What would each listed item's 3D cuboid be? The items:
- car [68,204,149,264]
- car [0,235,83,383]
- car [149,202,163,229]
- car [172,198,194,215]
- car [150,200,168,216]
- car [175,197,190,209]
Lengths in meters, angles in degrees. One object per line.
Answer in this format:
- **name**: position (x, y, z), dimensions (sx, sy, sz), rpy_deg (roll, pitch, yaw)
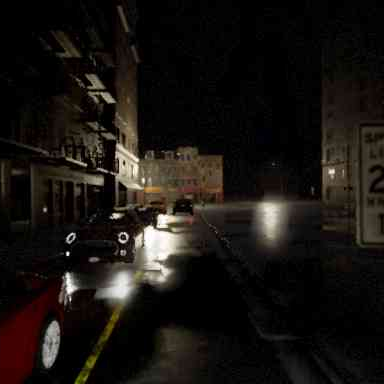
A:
- **car**: position (-2.917, 1.379, 11.935), dimensions (2.097, 1.767, 4.553), rpy_deg (0, 0, -2)
- **car**: position (-2.687, 1.497, 2.751), dimensions (1.882, 1.535, 5.008), rpy_deg (0, 0, 0)
- **car**: position (-3.212, 1.604, 21.858), dimensions (1.994, 1.385, 4.181), rpy_deg (0, 0, -2)
- **car**: position (-0.925, 1.396, 34.421), dimensions (2.097, 1.767, 4.553), rpy_deg (0, 0, -1)
- **car**: position (-3.505, 1.538, 33.668), dimensions (1.882, 1.535, 5.008), rpy_deg (0, 1, -1)
- **car**: position (-1.323, 1.551, 46.932), dimensions (1.882, 1.535, 5.008), rpy_deg (0, 0, -1)
